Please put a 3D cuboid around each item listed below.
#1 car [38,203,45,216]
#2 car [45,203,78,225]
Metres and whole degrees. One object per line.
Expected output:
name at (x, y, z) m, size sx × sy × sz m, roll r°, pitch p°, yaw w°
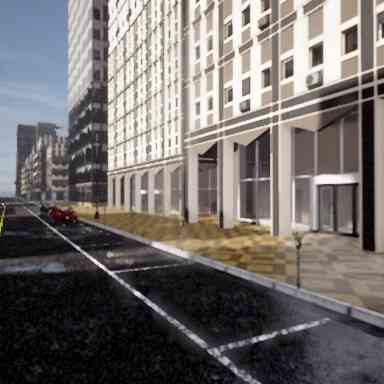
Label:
car at (-15.647, 1.867, 36.150) m, size 2.008 × 1.369 × 4.403 m, roll 0°, pitch 0°, yaw -29°
car at (-10.192, 1.770, 26.256) m, size 1.887 × 1.381 × 4.507 m, roll 0°, pitch 0°, yaw -29°
